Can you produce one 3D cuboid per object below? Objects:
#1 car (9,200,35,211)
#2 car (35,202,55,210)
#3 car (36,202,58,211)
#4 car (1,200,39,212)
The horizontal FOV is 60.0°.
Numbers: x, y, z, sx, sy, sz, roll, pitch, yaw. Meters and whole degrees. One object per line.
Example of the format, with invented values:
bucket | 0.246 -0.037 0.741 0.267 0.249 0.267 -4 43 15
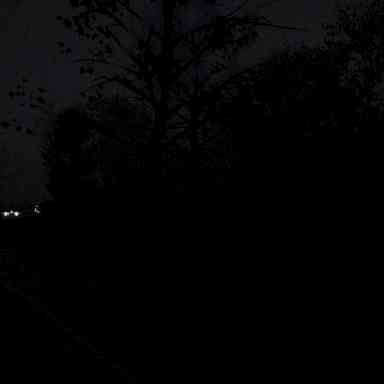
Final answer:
car | -27.325 2.135 53.711 2.097 1.767 4.553 0 -2 -3
car | -27.749 2.600 62.798 1.837 1.490 4.892 0 -2 -3
car | -23.894 2.380 54.851 1.994 1.385 4.181 0 -2 -3
car | -23.443 2.050 45.650 2.033 1.411 5.357 0 -2 -2
